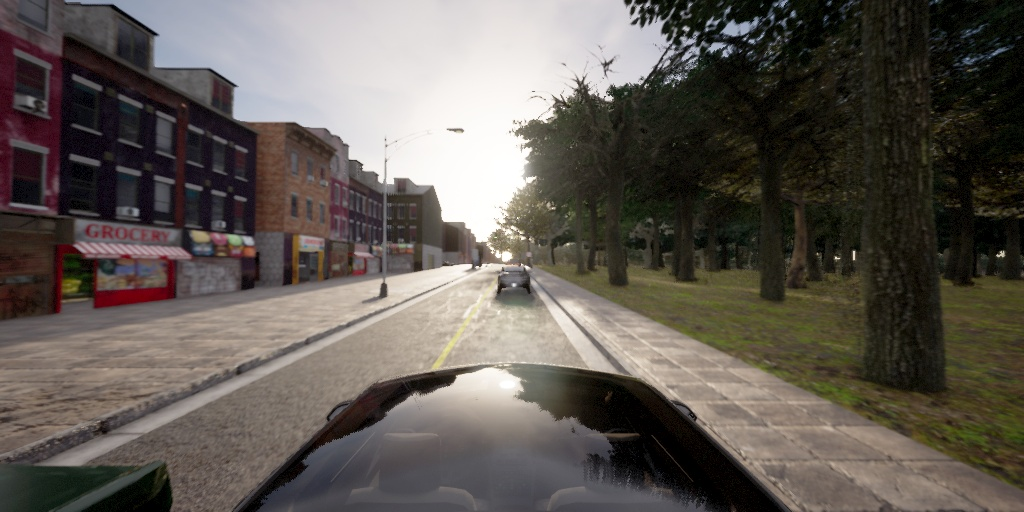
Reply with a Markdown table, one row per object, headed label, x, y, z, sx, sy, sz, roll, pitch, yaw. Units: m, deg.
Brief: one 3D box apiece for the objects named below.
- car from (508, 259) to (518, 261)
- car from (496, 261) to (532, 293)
| label | x | y | z | sx | sy | sz | roll | pitch | yaw |
| --- | --- | --- | --- | --- | --- | --- | --- | --- | --- |
| car | 0.114 | 1.168 | 44.177 | 2.097 | 1.767 | 4.553 | 0 | 0 | 0 |
| car | 0.107 | 1.267 | 21.087 | 1.837 | 1.490 | 4.892 | 0 | 0 | 0 |
